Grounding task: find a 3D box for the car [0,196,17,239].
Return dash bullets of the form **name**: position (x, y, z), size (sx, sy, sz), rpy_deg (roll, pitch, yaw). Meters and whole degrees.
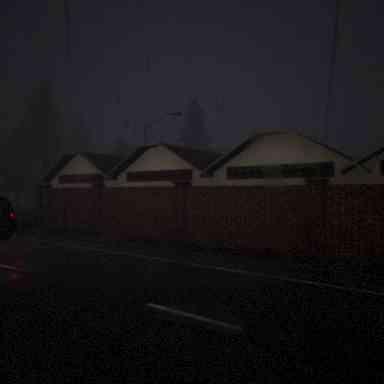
- **car**: position (-10.562, 1.200, 15.824), size (5.566, 2.045, 2.150), rpy_deg (0, 0, 36)
